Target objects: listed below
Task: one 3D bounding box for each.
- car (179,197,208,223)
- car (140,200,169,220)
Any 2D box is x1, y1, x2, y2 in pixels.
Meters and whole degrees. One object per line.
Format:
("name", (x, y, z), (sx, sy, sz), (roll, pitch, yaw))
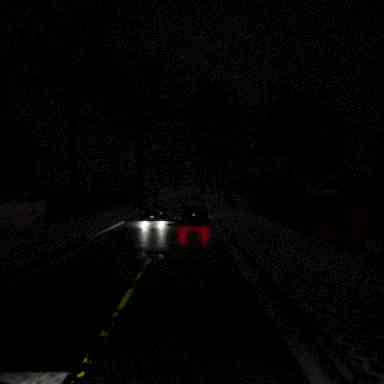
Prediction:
("car", (0.089, 1.327, 23.901), (1.882, 1.535, 5.008), (0, 0, 0))
("car", (-2.836, 1.374, 26.351), (2.033, 1.411, 5.357), (0, 1, 0))
